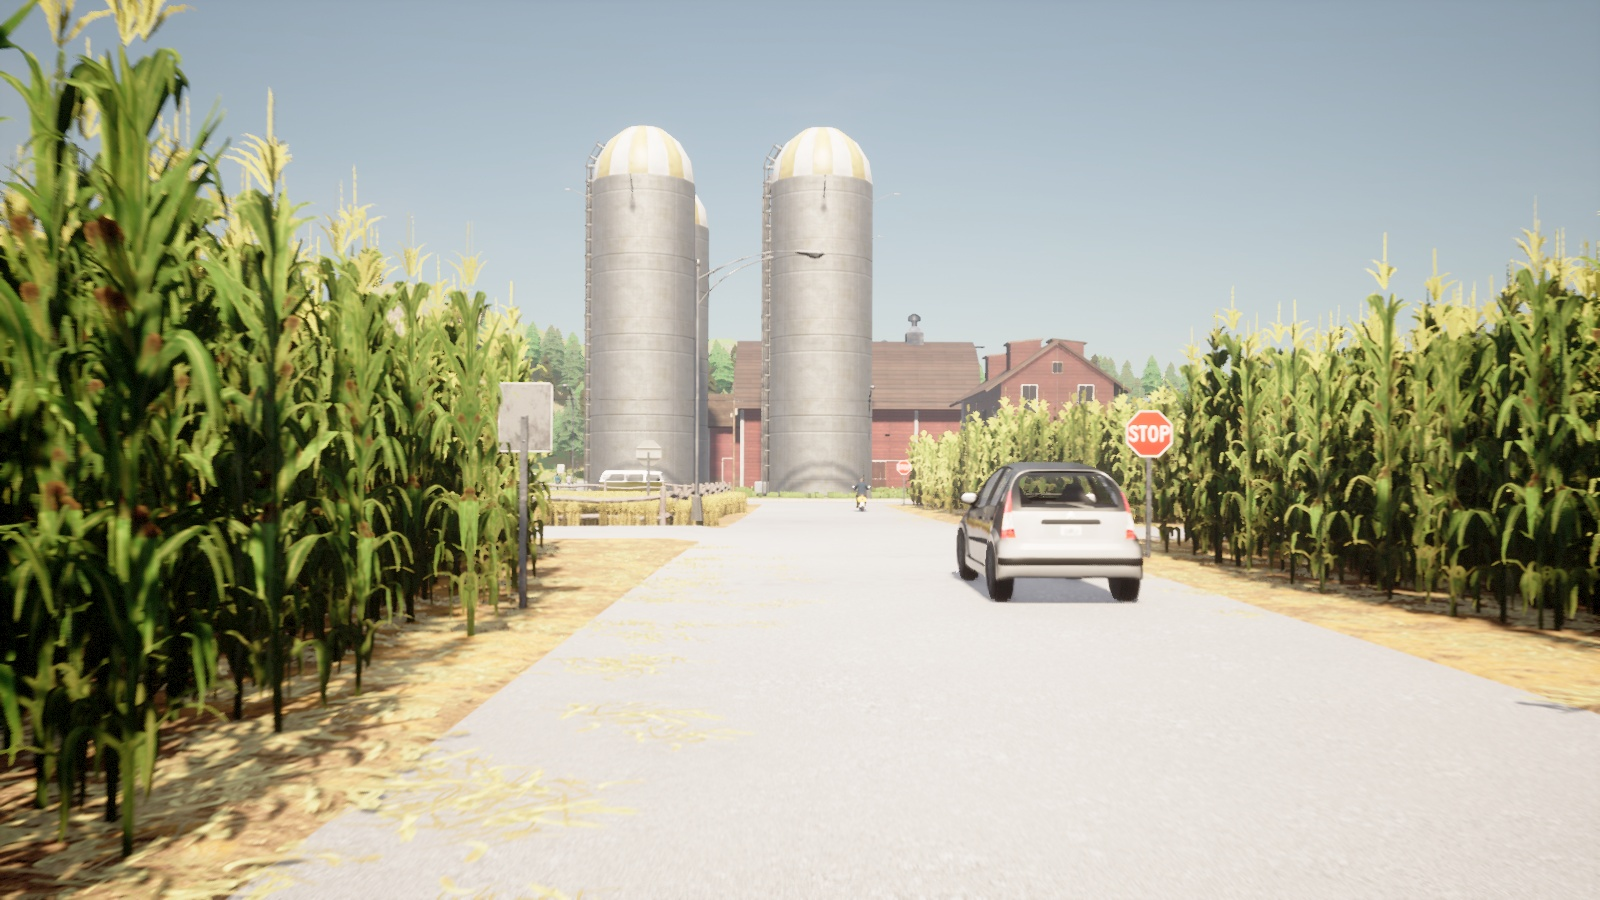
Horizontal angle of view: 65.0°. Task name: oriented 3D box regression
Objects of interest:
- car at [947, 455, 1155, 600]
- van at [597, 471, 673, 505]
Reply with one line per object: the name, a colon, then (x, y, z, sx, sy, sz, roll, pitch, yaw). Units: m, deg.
car: (3.060, 0.898, 16.136, 1.851, 1.617, 3.988, 0, -1, 0)
van: (-10.330, 2.373, 78.912, 4.480, 2.038, 2.069, -1, -1, 0)
